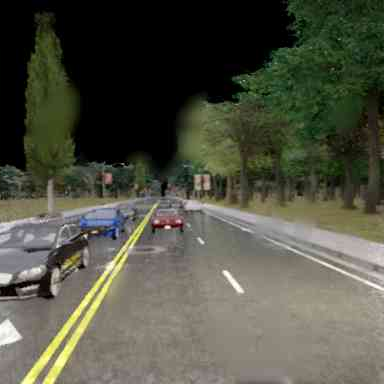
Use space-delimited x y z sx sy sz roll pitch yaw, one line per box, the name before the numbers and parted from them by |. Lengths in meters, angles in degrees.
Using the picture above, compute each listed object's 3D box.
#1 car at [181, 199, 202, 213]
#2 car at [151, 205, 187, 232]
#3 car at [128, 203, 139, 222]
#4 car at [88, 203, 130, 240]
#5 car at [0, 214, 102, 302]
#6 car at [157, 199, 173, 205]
car | 0.065 1.688 38.949 1.812 1.442 4.674 -1 0 -5
car | -1.553 1.699 20.822 1.895 1.301 4.718 -1 0 -5
car | -5.536 1.668 28.110 2.128 1.511 4.902 -1 0 -5
car | -4.744 1.602 18.006 1.882 1.535 5.008 -1 0 -5
car | -3.975 1.571 8.632 2.128 1.511 4.902 -1 0 -5
car | -3.589 1.725 44.214 2.128 1.511 4.902 -1 0 -4
